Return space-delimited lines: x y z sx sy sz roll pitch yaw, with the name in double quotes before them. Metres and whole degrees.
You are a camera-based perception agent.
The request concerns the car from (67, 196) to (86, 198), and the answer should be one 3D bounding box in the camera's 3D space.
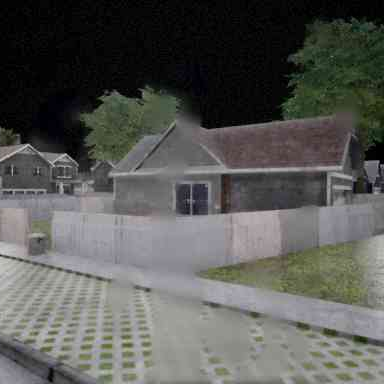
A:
"car" -12.753 1.167 36.183 1.837 1.490 4.892 1 1 34
